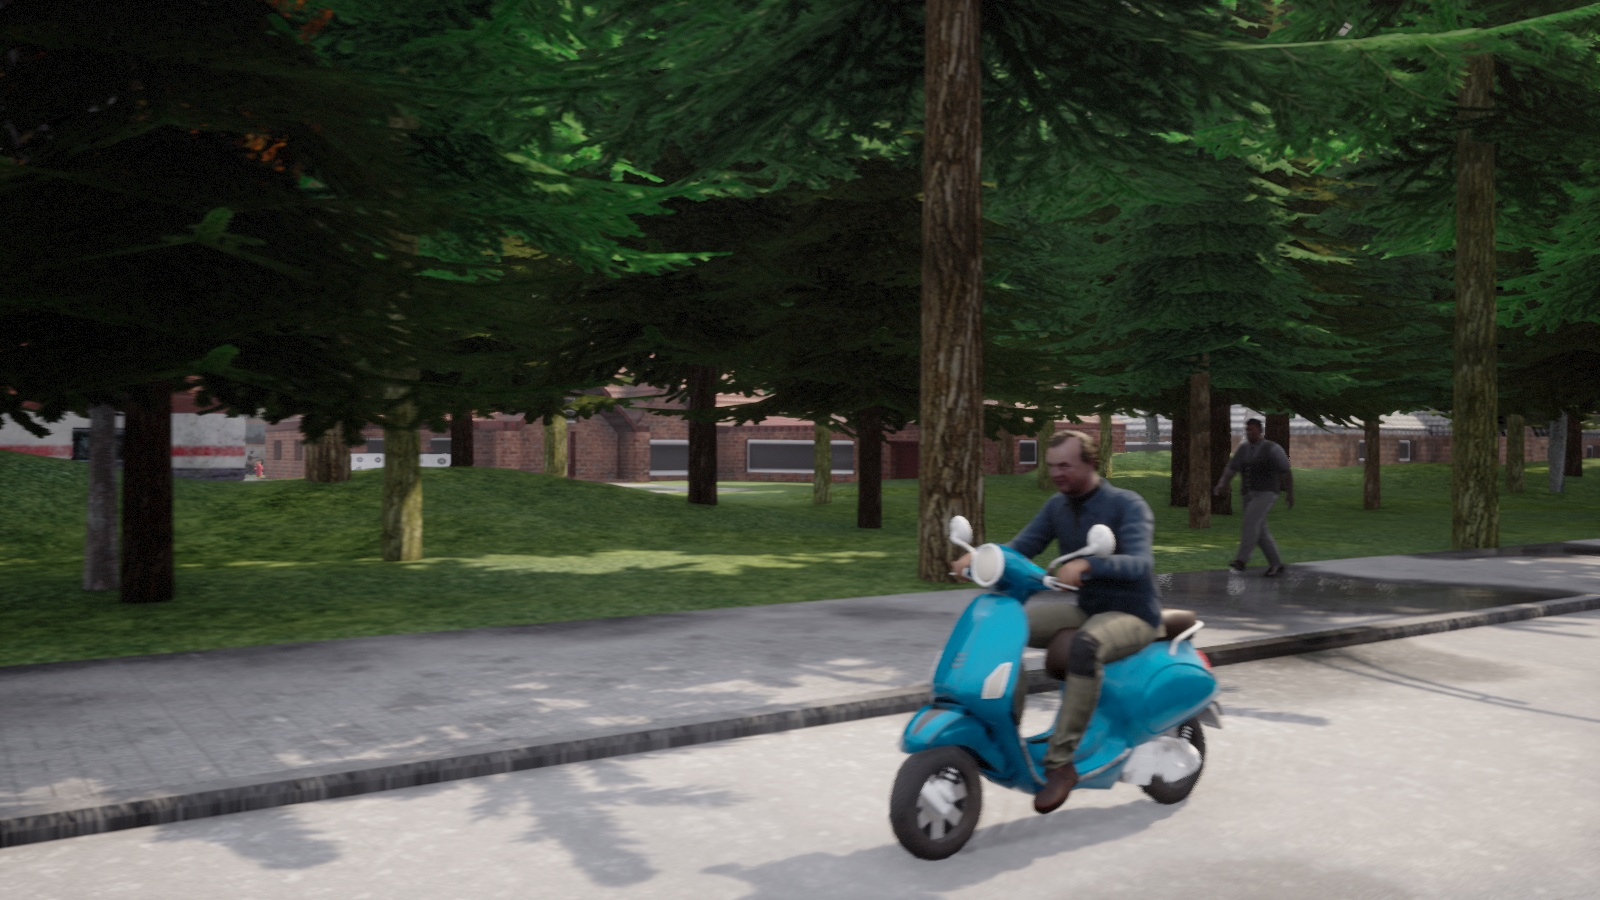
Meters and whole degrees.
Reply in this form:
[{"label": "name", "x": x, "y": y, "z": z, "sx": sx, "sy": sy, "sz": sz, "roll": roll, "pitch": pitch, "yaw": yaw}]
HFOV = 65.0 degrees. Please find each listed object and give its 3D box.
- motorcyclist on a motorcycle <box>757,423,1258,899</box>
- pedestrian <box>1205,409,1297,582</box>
[{"label": "motorcyclist on a motorcycle", "x": 0.834, "y": 0.712, "z": 4.848, "sx": 1.817, "sy": 1.590, "sz": 0.866, "roll": 0, "pitch": 0, "yaw": -35}, {"label": "pedestrian", "x": 5.065, "y": 0.491, "z": 14.111, "sx": 0.849, "sy": 1.883, "sz": 0.563, "roll": 0, "pitch": 0, "yaw": -31}]
